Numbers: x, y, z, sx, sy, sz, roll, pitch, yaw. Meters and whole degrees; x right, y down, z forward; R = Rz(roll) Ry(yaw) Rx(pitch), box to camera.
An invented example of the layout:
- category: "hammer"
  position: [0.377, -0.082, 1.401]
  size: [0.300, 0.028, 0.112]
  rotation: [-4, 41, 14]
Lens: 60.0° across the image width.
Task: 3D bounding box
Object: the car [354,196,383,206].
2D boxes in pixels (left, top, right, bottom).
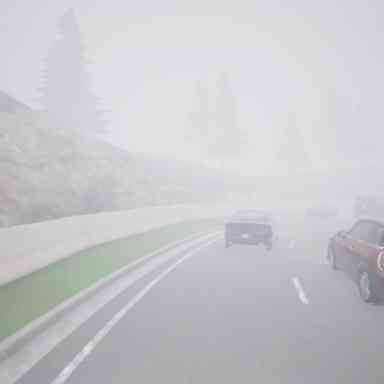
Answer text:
- category: "car"
  position: [16.725, 1.411, 30.550]
  size: [2.150, 2.045, 5.566]
  rotation: [0, 0, 44]

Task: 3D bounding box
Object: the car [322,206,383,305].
- category: "car"
  position: [4.857, 1.406, 8.207]
  size: [2.097, 1.767, 4.553]
  rotation: [1, 0, 11]

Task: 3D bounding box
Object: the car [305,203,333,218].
- category: "car"
  position: [12.131, 1.717, 30.960]
  size: [1.994, 1.385, 4.181]
  rotation: [0, 0, 40]

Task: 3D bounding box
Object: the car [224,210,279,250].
- category: "car"
  position: [2.784, 1.526, 14.924]
  size: [1.882, 1.535, 5.008]
  rotation: [0, 0, 18]
